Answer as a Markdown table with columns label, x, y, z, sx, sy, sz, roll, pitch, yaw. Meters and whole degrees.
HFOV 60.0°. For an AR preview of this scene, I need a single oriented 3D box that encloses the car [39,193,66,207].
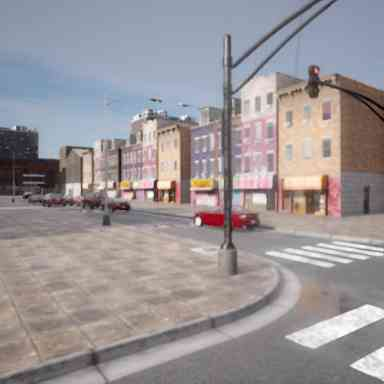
| label | x | y | z | sx | sy | sz | roll | pitch | yaw |
| --- | --- | --- | --- | --- | --- | --- | --- | --- | --- |
| car | -17.299 | 0.919 | 41.586 | 2.097 | 1.767 | 4.553 | 0 | 1 | -35 |

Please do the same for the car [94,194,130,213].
| label | x | y | z | sx | sy | sz | roll | pitch | yaw |
| --- | --- | --- | --- | --- | --- | --- | --- | --- | --- |
| car | -7.541 | 1.223 | 32.284 | 1.887 | 1.381 | 4.507 | 0 | 0 | -35 |

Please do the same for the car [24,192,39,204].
| label | x | y | z | sx | sy | sz | roll | pitch | yaw |
| --- | --- | --- | --- | --- | --- | --- | --- | --- | --- |
| car | -23.164 | 1.029 | 49.800 | 2.033 | 1.411 | 5.357 | 0 | 1 | -35 |

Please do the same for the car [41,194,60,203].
| label | x | y | z | sx | sy | sz | roll | pitch | yaw |
| --- | --- | --- | --- | --- | --- | --- | --- | --- | --- |
| car | -23.237 | 0.992 | 54.482 | 2.008 | 1.369 | 4.403 | 0 | 0 | -35 |

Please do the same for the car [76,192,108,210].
| label | x | y | z | sx | sy | sz | roll | pitch | yaw |
| --- | --- | --- | --- | --- | --- | --- | --- | --- | --- |
| car | -10.678 | 0.943 | 36.723 | 2.192 | 1.841 | 5.009 | 0 | 0 | -35 |

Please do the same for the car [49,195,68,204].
| label | x | y | z | sx | sy | sz | roll | pitch | yaw |
| --- | --- | --- | --- | --- | --- | --- | --- | --- | --- |
| car | -20.098 | 1.068 | 50.043 | 1.802 | 1.307 | 4.206 | 0 | 0 | -35 |

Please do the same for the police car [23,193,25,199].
| label | x | y | z | sx | sy | sz | roll | pitch | yaw |
| --- | --- | --- | --- | --- | --- | --- | --- | --- | --- |
| police car | -34.940 | 0.710 | 71.218 | 1.930 | 1.638 | 5.238 | 0 | 1 | -35 |

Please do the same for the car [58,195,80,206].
| label | x | y | z | sx | sy | sz | roll | pitch | yaw |
| --- | --- | --- | --- | --- | --- | --- | --- | --- | --- |
| car | -16.959 | 1.114 | 45.603 | 1.802 | 1.307 | 4.206 | 0 | 0 | -35 |

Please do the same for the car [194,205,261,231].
| label | x | y | z | sx | sy | sz | roll | pitch | yaw |
| --- | --- | --- | --- | --- | --- | --- | --- | --- | --- |
| car | 1.876 | 1.381 | 18.967 | 1.887 | 1.381 | 4.507 | 0 | 0 | -35 |

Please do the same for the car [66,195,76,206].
| label | x | y | z | sx | sy | sz | roll | pitch | yaw |
| --- | --- | --- | --- | --- | --- | --- | --- | --- | --- |
| car | -13.820 | 1.161 | 41.164 | 1.802 | 1.307 | 4.206 | 0 | 0 | -35 |
